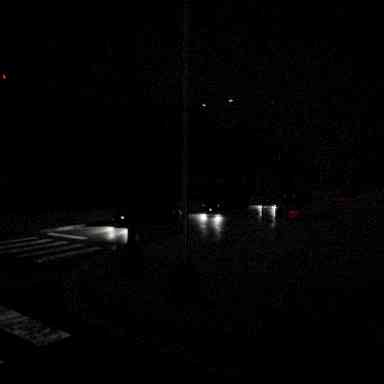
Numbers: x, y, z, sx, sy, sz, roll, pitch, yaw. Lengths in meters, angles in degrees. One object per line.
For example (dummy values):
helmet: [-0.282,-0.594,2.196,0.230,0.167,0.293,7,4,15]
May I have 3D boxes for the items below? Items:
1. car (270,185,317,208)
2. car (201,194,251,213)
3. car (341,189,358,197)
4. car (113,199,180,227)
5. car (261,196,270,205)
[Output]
car: [9.662,0.360,31.171,2.150,2.045,5.566,0,2,35]
car: [2.895,0.857,26.723,2.033,1.411,5.357,0,2,35]
car: [25.321,0.122,53.283,1.895,1.301,4.718,0,1,35]
car: [-2.514,1.116,19.088,1.994,1.385,4.181,0,2,35]
car: [8.899,0.555,35.188,1.837,1.490,4.892,0,2,35]
